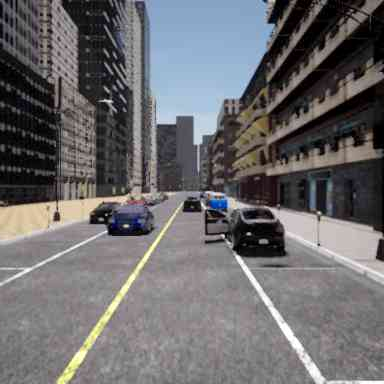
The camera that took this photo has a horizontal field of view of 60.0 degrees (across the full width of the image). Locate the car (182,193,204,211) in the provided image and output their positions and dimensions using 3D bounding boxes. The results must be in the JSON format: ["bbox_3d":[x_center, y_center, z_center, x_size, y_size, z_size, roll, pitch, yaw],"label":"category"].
[{"bbox_3d":[0.032,1.165,34.285,1.837,1.490,4.892,0,0,0],"label":"car"}]

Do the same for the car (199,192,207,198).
[{"bbox_3d":[2.679,0.744,83.932,1.752,1.417,4.829,0,0,0],"label":"car"}]

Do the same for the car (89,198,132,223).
[{"bbox_3d":[-5.695,1.334,23.013,1.947,1.339,4.313,0,1,0],"label":"car"}]

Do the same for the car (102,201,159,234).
[{"bbox_3d":[-3.101,1.385,17.611,1.994,1.385,4.181,0,1,0],"label":"car"}]

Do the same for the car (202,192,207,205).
[{"bbox_3d":[2.683,1.106,45.103,1.887,1.381,4.507,0,1,0],"label":"car"}]

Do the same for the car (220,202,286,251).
[{"bbox_3d":[2.354,1.369,13.344,1.837,1.490,4.892,0,1,0],"label":"car"}]

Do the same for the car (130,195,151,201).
[{"bbox_3d":[-5.697,1.103,34.058,1.967,1.590,4.097,0,1,0],"label":"car"}]

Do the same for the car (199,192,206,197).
[{"bbox_3d":[2.678,0.698,89.455,1.752,1.417,4.829,0,0,0],"label":"car"}]

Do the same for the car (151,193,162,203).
[{"bbox_3d":[-5.698,1.111,45.103,2.008,1.369,4.403,0,1,0],"label":"car"}]

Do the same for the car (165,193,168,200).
[{"bbox_3d":[-5.699,0.900,56.148,1.967,1.590,4.097,0,1,0],"label":"car"}]

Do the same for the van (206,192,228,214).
[{"bbox_3d":[2.684,1.004,34.057,1.690,1.788,3.998,0,1,0],"label":"van"}]

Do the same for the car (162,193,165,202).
[{"bbox_3d":[-5.698,1.061,50.626,2.008,1.369,4.403,0,1,0],"label":"car"}]

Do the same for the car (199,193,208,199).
[{"bbox_3d":[2.680,0.832,78.240,1.947,1.339,4.313,0,0,0],"label":"car"}]
